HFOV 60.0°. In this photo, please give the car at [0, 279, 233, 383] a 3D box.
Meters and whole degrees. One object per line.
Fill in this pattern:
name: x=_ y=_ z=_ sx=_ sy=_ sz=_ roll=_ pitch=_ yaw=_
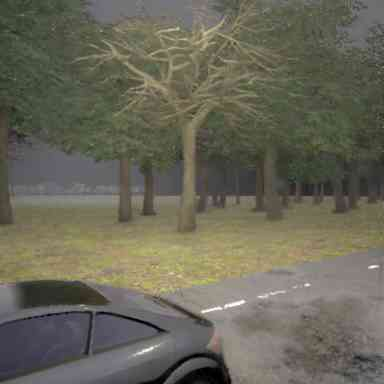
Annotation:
car: x=-1.673 y=1.563 z=2.800 sx=4.181 sy=1.385 sz=1.994 roll=0 pitch=0 yaw=-35
